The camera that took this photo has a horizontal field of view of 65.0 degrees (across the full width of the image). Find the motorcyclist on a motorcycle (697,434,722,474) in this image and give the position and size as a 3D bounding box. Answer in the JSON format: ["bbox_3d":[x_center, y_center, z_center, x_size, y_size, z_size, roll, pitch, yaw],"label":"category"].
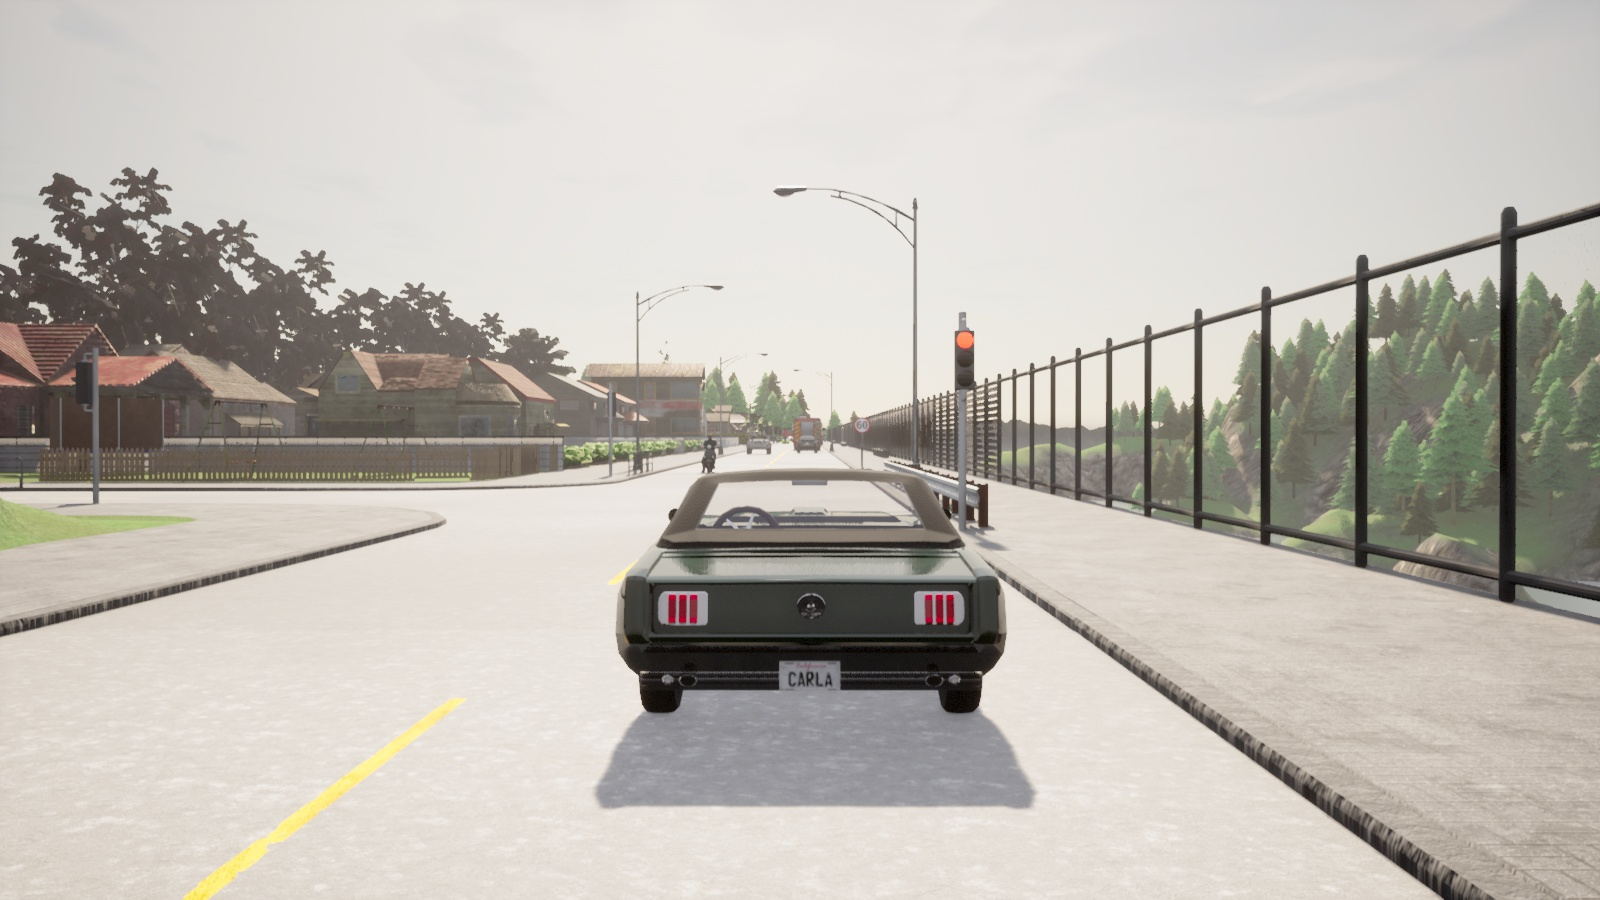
[{"bbox_3d":[-3.688,0.142,51.435,0.866,1.590,1.817,0,1,0],"label":"motorcyclist on a motorcycle"}]

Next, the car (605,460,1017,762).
[{"bbox_3d":[0.062,0.758,8.137,1.895,1.301,4.718,0,1,0],"label":"car"}]
